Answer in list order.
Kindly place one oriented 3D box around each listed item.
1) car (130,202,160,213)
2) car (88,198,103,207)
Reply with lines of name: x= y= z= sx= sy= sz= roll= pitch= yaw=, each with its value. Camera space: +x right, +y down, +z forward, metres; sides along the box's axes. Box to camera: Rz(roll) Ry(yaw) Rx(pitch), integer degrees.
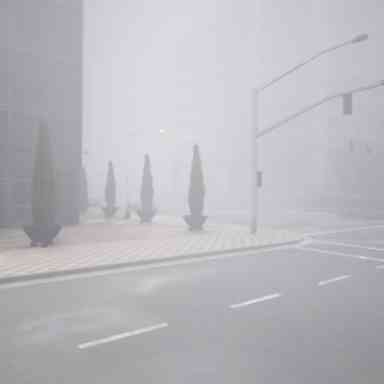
car: x=-5.750 y=1.832 z=40.365 sx=1.895 sy=1.301 sz=4.718 roll=1 pitch=0 yaw=-36
car: x=-16.487 y=1.803 z=55.381 sx=1.837 sy=1.490 sz=4.892 roll=1 pitch=0 yaw=-36
